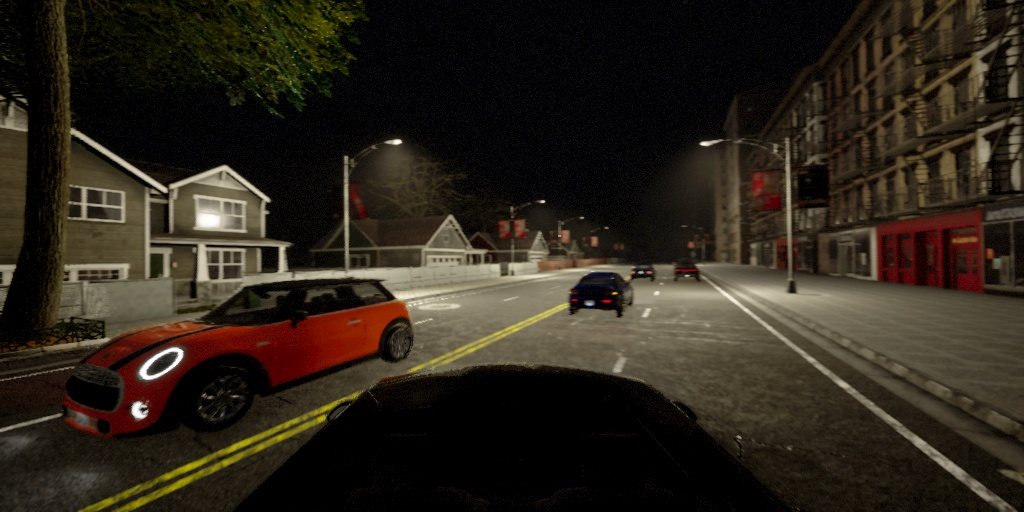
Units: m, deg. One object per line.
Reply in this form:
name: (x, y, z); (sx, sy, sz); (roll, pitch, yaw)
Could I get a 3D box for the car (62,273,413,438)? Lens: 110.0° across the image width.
car: (-3.789, 1.193, 5.975); (2.097, 1.767, 4.553); (-1, 0, 25)

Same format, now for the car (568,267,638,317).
car: (3.407, 1.315, 13.428); (1.812, 1.442, 4.674); (-1, 0, 25)

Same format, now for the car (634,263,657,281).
car: (11.127, 1.335, 30.331); (2.033, 1.411, 5.357); (-1, 0, 25)

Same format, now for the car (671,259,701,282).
car: (14.173, 1.238, 29.186); (1.837, 1.490, 4.892); (-1, 0, 25)
